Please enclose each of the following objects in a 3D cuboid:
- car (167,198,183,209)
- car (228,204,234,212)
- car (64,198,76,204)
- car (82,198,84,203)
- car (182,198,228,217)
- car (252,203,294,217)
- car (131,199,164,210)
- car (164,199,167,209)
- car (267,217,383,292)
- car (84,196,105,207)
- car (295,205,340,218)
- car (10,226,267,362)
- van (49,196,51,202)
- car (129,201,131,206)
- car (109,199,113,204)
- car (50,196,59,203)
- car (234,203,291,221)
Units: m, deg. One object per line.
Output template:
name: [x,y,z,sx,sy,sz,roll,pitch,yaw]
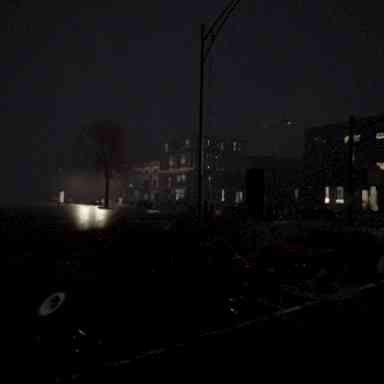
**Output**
car: [-1.160,1.787,51.446,2.192,1.841,5.009,1,-1,-35]
car: [5.839,1.997,41.410,1.802,1.307,4.206,1,-1,-35]
car: [-27.080,2.013,74.003,1.947,1.339,4.313,1,-1,-35]
car: [-26.511,2.003,87.905,2.192,1.841,5.009,1,-1,-35]
car: [1.257,1.643,32.861,1.967,1.590,4.097,1,-1,-35]
car: [8.960,1.955,36.906,1.947,1.339,4.313,1,-1,-35]
car: [-6.589,1.841,49.026,2.128,1.511,4.902,2,-1,-34]
car: [-4.349,1.939,55.989,1.967,1.590,4.097,1,-1,-35]
car: [3.710,1.609,9.150,4.507,1.381,1.887,1,1,-35]
car: [-17.503,1.891,60.173,1.752,1.417,4.829,1,-1,-35]
car: [12.081,1.914,32.399,2.008,1.369,4.403,1,-1,-35]
car: [-0.885,1.460,5.872,4.097,1.590,1.967,1,1,-35]
van: [-36.560,1.871,87.697,1.690,1.788,3.998,1,-1,-35]
car: [-10.711,1.992,65.086,1.967,1.590,4.097,1,-1,-35]
car: [-20.290,2.159,78.915,1.752,1.417,4.829,1,-1,-35]
car: [-33.305,2.027,82.991,1.752,1.417,4.829,1,-1,-35]
car: [6.344,1.840,30.291,1.895,1.301,4.718,2,-1,-35]
